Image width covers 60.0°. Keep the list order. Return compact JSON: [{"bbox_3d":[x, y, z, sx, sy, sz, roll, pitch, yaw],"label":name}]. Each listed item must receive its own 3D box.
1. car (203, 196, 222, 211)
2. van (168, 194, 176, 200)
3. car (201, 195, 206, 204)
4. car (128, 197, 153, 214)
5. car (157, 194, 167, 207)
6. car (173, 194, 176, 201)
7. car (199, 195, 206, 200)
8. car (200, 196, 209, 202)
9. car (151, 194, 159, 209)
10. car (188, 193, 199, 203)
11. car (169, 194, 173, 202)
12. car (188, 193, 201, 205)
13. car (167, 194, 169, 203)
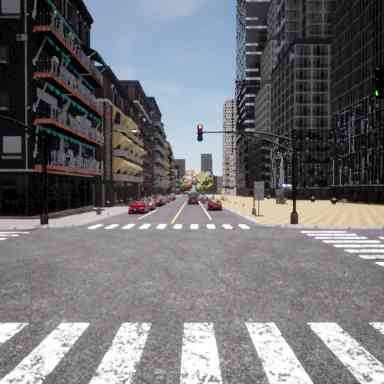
[{"bbox_3d":[2.734,1.541,41.089,1.887,1.381,4.507,-1,0,0],"label":"car"},{"bbox_3d":[-5.507,1.351,91.889,1.690,1.788,3.998,-1,0,0],"label":"van"},{"bbox_3d":[2.783,1.551,63.685,2.008,1.369,4.403,-1,0,0],"label":"car"},{"bbox_3d":[-5.625,1.540,35.401,1.887,1.381,4.507,-1,0,0],"label":"car"},{"bbox_3d":[-5.592,1.312,52.348,2.192,1.841,5.009,-1,0,0],"label":"car"},{"bbox_3d":[-5.520,1.322,86.241,2.192,1.841,5.009,-1,0,0],"label":"car"},{"bbox_3d":[2.843,1.535,92.100,1.752,1.417,4.829,-1,0,0],"label":"car"},{"bbox_3d":[2.807,1.548,74.983,1.887,1.381,4.507,-1,0,0],"label":"car"},{"bbox_3d":[-5.615,1.436,41.049,1.967,1.590,4.097,-1,0,0],"label":"car"},{"bbox_3d":[0.264,1.223,70.034,2.150,2.045,5.566,0,0,0],"label":"car"},{"bbox_3d":[-5.552,1.584,69.295,1.802,1.307,4.206,-1,0,0],"label":"car"},{"bbox_3d":[0.229,1.477,59.769,1.882,1.535,5.008,0,0,0],"label":"car"},{"bbox_3d":[-5.578,1.439,57.996,1.967,1.590,4.097,-1,0,0],"label":"car"}]
